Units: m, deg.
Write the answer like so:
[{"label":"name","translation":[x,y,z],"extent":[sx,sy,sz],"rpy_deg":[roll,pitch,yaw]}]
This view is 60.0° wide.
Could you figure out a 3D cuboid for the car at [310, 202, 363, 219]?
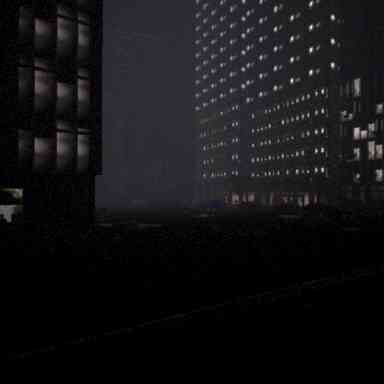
[{"label":"car","translation":[13.566,1.805,30.780],"extent":[2.008,1.369,4.403],"rpy_deg":[-1,-1,-25]}]

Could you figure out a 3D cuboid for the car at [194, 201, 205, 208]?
[{"label":"car","translation":[2.710,2.584,67.676],"extent":[1.895,1.301,4.718],"rpy_deg":[0,-1,-25]}]

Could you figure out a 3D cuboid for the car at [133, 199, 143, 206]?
[{"label":"car","translation":[-14.871,3.045,91.987],"extent":[1.887,1.381,4.507],"rpy_deg":[-1,-1,-25]}]

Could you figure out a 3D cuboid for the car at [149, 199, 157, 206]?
[{"label":"car","translation":[-7.763,2.723,76.686],"extent":[1.887,1.381,4.507],"rpy_deg":[-1,-1,-25]}]

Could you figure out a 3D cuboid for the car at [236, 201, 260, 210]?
[{"label":"car","translation":[9.042,2.176,54.048],"extent":[1.882,1.535,5.008],"rpy_deg":[0,-1,-25]}]

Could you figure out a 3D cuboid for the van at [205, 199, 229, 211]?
[{"label":"van","translation":[4.082,1.997,51.186],"extent":[1.690,1.788,3.998],"rpy_deg":[-1,-1,-25]}]

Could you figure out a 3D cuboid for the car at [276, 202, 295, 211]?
[{"label":"car","translation":[14.056,2.157,49.613],"extent":[1.947,1.339,4.313],"rpy_deg":[-1,-1,-25]}]

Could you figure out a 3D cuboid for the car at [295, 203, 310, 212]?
[{"label":"car","translation":[16.426,2.056,44.513],"extent":[1.947,1.339,4.313],"rpy_deg":[-1,-1,-25]}]

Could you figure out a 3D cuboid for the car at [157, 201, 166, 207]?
[{"label":"car","translation":[-5.322,2.594,71.432],"extent":[1.752,1.417,4.829],"rpy_deg":[-1,-1,-25]}]

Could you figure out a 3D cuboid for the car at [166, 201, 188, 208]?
[{"label":"car","translation":[-3.023,2.517,66.485],"extent":[2.008,1.369,4.403],"rpy_deg":[-1,-1,-25]}]

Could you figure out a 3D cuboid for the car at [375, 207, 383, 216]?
[{"label":"car","translation":[21.166,1.842,34.311],"extent":[2.008,1.369,4.403],"rpy_deg":[-1,-1,-25]}]

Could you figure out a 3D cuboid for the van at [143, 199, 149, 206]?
[{"label":"van","translation":[-10.136,2.626,81.789],"extent":[1.690,1.788,3.998],"rpy_deg":[-1,-1,-25]}]

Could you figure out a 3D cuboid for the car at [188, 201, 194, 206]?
[{"label":"car","translation":[-0.162,2.797,80.217],"extent":[1.802,1.307,4.206],"rpy_deg":[-1,-1,-25]}]
